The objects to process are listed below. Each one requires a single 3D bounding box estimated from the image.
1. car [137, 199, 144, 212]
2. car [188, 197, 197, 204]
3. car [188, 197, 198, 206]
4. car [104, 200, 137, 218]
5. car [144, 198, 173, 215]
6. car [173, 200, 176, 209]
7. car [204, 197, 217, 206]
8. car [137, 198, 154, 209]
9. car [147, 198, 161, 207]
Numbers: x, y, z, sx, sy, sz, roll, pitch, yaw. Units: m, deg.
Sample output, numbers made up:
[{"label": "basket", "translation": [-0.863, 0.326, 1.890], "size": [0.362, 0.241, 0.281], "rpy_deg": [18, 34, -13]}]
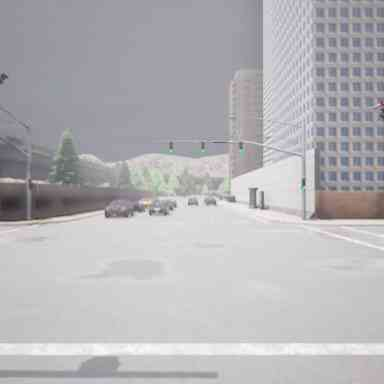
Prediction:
[{"label": "car", "translation": [-7.025, 1.838, 41.480], "size": [1.895, 1.301, 4.718], "rpy_deg": [0, 0, 0]}, {"label": "car", "translation": [0.126, 1.903, 74.263], "size": [1.882, 1.535, 5.008], "rpy_deg": [0, 0, 0]}, {"label": "car", "translation": [0.216, 1.932, 64.315], "size": [1.994, 1.385, 4.181], "rpy_deg": [0, 0, -1]}, {"label": "car", "translation": [-7.040, 1.538, 32.496], "size": [2.097, 1.767, 4.553], "rpy_deg": [0, 0, 0]}, {"label": "car", "translation": [-3.529, 1.698, 36.078], "size": [2.128, 1.511, 4.902], "rpy_deg": [0, 0, 0]}, {"label": "car", "translation": [-3.524, 1.822, 44.997], "size": [1.994, 1.385, 4.181], "rpy_deg": [0, 0, -1]}, {"label": "car", "translation": [3.705, 1.870, 63.737], "size": [1.837, 1.490, 4.892], "rpy_deg": [0, 0, 0]}, {"label": "car", "translation": [-7.004, 1.769, 50.997], "size": [1.882, 1.535, 5.008], "rpy_deg": [0, 0, 0]}, {"label": "car", "translation": [-6.963, 1.827, 61.069], "size": [1.882, 1.535, 5.008], "rpy_deg": [0, 0, 1]}]
